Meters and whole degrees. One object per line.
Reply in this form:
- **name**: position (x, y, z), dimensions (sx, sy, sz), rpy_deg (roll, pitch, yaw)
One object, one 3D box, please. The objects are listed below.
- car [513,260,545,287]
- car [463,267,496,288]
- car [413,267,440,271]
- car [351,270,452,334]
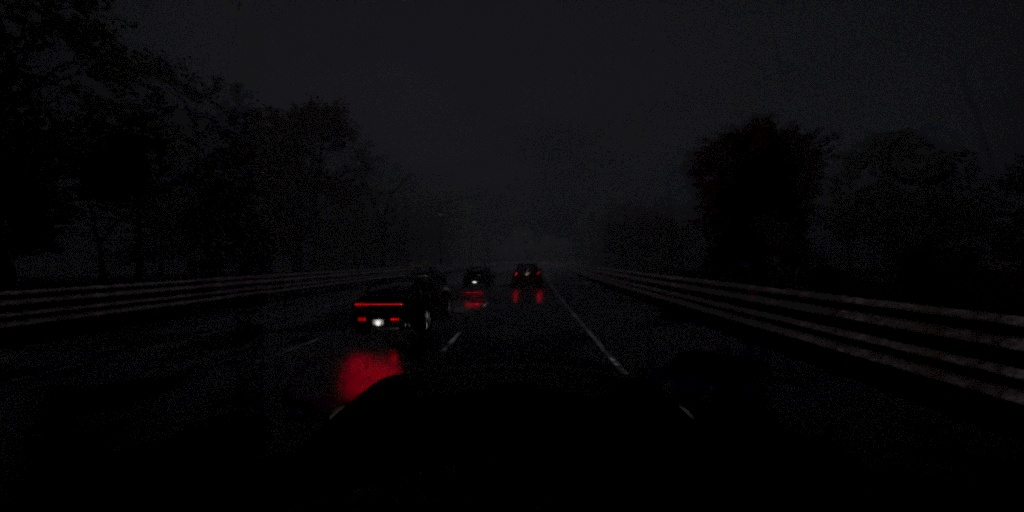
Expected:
- **car**: position (1.207, 1.322, 27.320), dimensions (2.097, 1.767, 4.553), rpy_deg (-1, -1, 4)
- **car**: position (-2.349, 1.509, 26.377), dimensions (1.837, 1.490, 4.892), rpy_deg (-1, -1, 3)
- **car**: position (-5.918, 1.525, 25.364), dimensions (2.128, 1.511, 4.902), rpy_deg (-1, -1, 3)
- **car**: position (-3.144, 1.376, 11.105), dimensions (1.837, 1.490, 4.892), rpy_deg (-1, -1, 2)
